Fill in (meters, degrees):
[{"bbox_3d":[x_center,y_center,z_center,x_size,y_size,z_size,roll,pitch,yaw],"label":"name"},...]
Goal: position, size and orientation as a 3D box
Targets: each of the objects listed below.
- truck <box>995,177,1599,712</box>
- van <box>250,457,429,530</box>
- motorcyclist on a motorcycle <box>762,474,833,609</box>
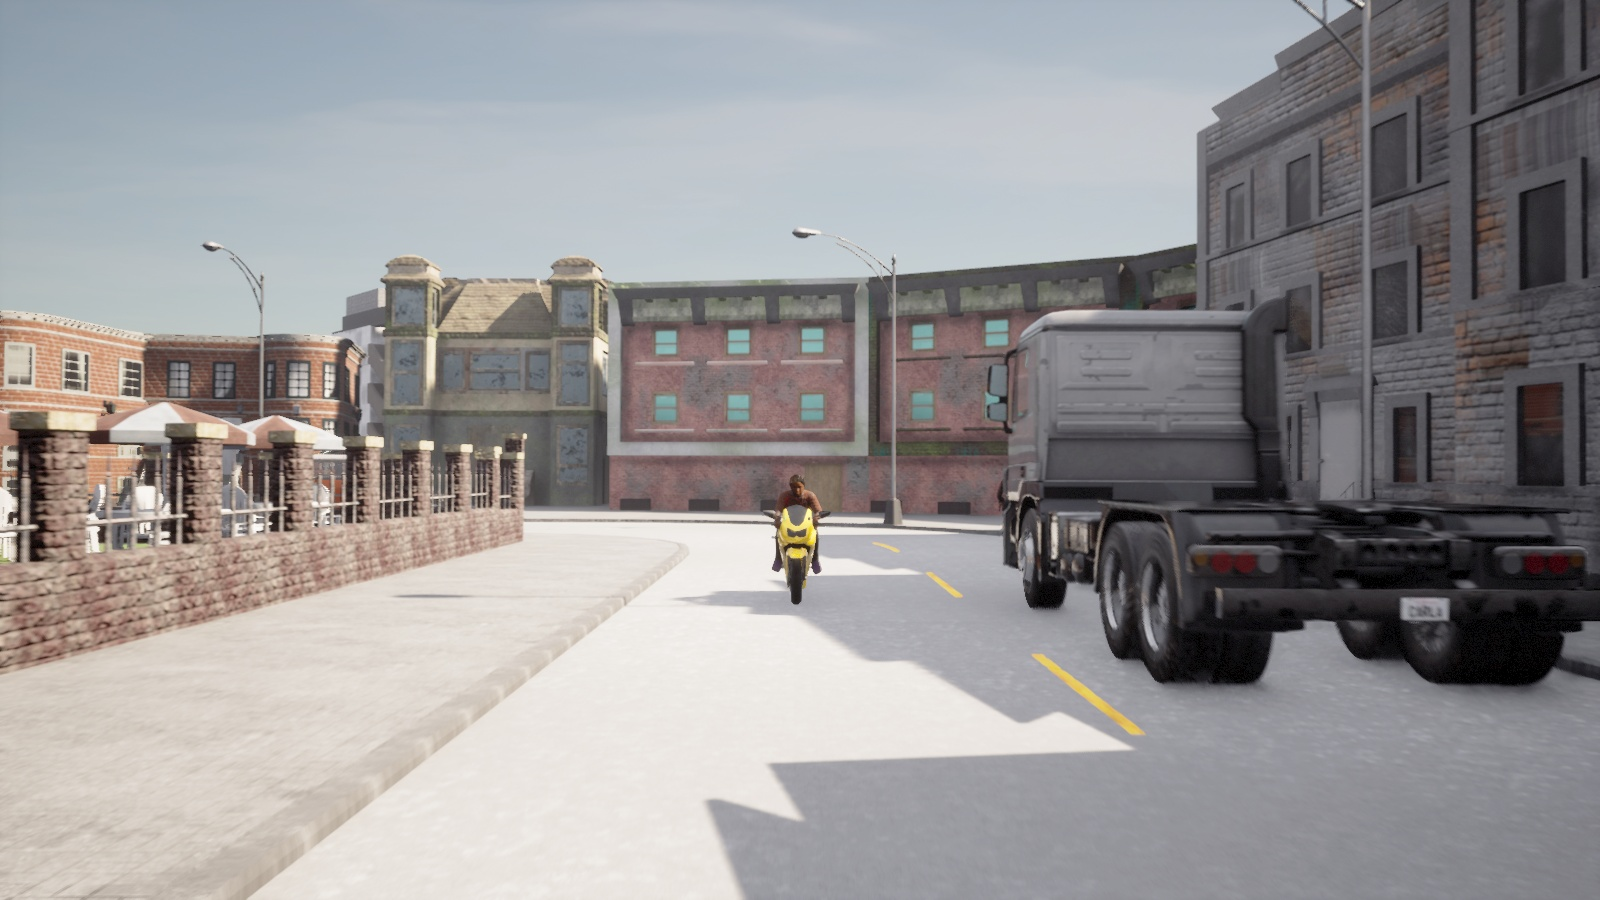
[{"bbox_3d":[3.966,0.020,12.115,2.891,3.462,7.936,0,-1,0],"label":"truck"},{"bbox_3d":[-13.017,1.216,35.662,4.442,1.987,1.775,0,-1,0],"label":"van"},{"bbox_3d":[-0.029,1.052,15.234,0.797,1.523,2.044,0,-1,0],"label":"motorcyclist on a motorcycle"}]
